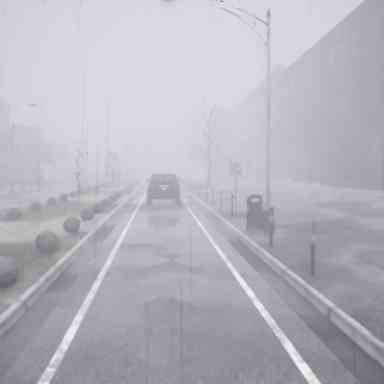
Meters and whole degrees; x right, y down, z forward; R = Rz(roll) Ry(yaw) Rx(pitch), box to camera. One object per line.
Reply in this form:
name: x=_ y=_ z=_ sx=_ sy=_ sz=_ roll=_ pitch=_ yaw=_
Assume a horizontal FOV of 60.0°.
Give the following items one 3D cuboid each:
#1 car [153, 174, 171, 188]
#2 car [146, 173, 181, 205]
car: x=-3.842 y=-1.404 z=42.006 sx=2.128 sy=1.511 sz=4.902 roll=-1 pitch=4 yaw=-6
car: x=-1.979 y=-0.310 z=23.165 sx=2.150 sy=2.045 sz=5.566 roll=-1 pitch=4 yaw=-6
